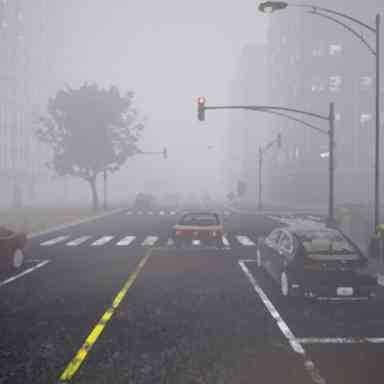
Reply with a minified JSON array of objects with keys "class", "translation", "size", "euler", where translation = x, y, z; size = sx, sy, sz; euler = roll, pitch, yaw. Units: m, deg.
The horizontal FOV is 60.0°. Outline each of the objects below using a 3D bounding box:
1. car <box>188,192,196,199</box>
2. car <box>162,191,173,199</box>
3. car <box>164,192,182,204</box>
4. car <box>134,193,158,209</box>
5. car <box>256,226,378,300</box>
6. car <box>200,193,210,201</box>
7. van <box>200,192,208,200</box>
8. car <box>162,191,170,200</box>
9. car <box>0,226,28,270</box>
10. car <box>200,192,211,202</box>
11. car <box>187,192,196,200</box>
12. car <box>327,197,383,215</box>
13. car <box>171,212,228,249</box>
[{"class":"car","translation":[-0.056,0.804,80.139],"size":[1.812,1.442,4.674],"euler":[0,0,0]},{"class":"car","translation":[-5.748,0.752,79.051],"size":[2.192,1.841,5.009],"euler":[0,0,0]},{"class":"car","translation":[-3.116,1.125,54.349],"size":[1.812,1.442,4.674],"euler":[0,0,0]},{"class":"car","translation":[-5.721,1.012,40.392],"size":[2.192,1.841,5.009],"euler":[0,0,0]},{"class":"car","translation":[2.683,1.486,8.013],"size":[2.008,1.369,4.403],"euler":[0,0,0]},{"class":"car","translation":[2.641,1.031,68.183],"size":[1.752,1.417,4.829],"euler":[0,0,0]},{"class":"van","translation":[2.637,0.813,73.535],"size":[1.690,1.788,3.998],"euler":[0,0,0]},{"class":"car","translation":[-5.743,1.038,73.531],"size":[1.947,1.339,4.313],"euler":[0,0,0]},{"class":"car","translation":[-5.697,1.480,8.007],"size":[1.887,1.381,4.507],"euler":[0,0,0]},{"class":"car","translation":[2.645,1.109,62.491],"size":[1.947,1.339,4.313],"euler":[0,0,0]},{"class":"car","translation":[-0.050,1.081,70.164],"size":[1.895,1.301,4.718],"euler":[0,0,0]},{"class":"car","translation":[13.406,1.129,27.424],"size":[4.403,1.369,2.008],"euler":[-1,1,-1]},{"class":"car","translation":[0.481,1.490,14.077],"size":[1.895,1.301,4.718],"euler":[0,0,8]}]
